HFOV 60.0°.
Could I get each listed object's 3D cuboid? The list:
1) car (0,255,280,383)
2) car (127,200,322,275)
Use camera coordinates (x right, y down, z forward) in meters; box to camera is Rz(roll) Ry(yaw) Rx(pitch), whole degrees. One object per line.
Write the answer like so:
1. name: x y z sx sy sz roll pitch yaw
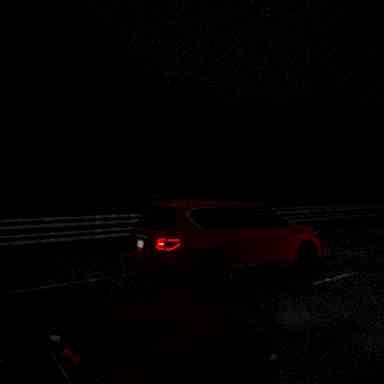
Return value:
1. car: -1.463 1.601 2.706 4.718 1.301 1.895 0 0 -36
2. car: 1.066 1.223 8.790 5.566 2.045 2.150 0 0 -35
